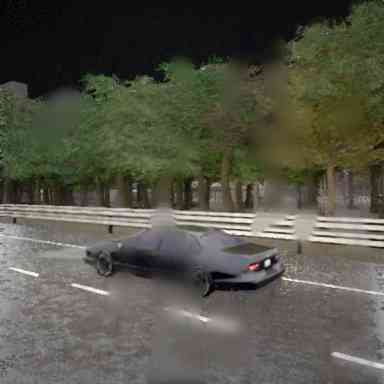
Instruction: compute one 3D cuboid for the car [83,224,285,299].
[{"bbox_3d":[-0.449,1.551,8.502,5.357,1.411,2.033,0,0,35],"label":"car"}]
